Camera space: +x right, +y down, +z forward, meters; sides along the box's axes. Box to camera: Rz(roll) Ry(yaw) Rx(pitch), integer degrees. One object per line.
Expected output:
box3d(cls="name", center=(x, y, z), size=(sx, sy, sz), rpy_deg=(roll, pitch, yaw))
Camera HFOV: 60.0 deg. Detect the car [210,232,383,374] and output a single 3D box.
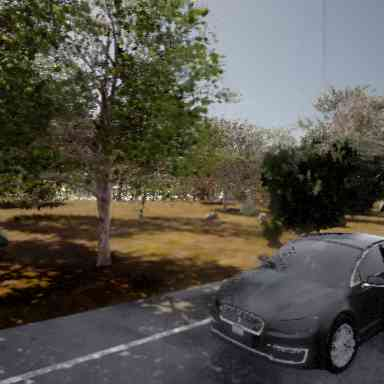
box3d(cls="car", center=(2.473, 1.522, 5.783), size=(4.892, 1.490, 1.837), rpy_deg=(0, 0, -39))
